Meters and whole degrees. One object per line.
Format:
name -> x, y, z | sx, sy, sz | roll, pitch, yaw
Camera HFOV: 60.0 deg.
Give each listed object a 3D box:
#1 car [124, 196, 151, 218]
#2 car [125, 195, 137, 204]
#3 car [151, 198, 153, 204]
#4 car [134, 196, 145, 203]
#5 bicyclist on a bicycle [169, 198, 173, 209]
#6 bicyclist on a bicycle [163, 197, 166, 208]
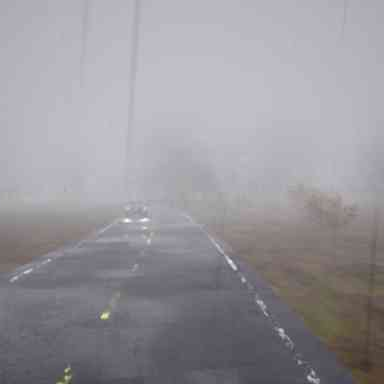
car -> -5.158, 1.448, 31.316 | 2.097, 1.767, 4.553 | 0, 0, -7
car -> -13.116, 1.571, 71.201 | 2.097, 1.767, 4.553 | 0, 0, -15
car -> -9.639, 1.580, 69.921 | 2.097, 1.767, 4.553 | 0, 0, -16
car -> -12.559, 1.738, 79.756 | 1.882, 1.535, 5.008 | 0, 0, -19
bicyclist on a bicycle -> -2.518, 1.572, 40.852 | 0.582, 1.620, 1.656 | 0, 0, -9
bicyclist on a bicycle -> -4.097, 1.602, 49.792 | 0.582, 1.620, 1.656 | 0, 0, -11
